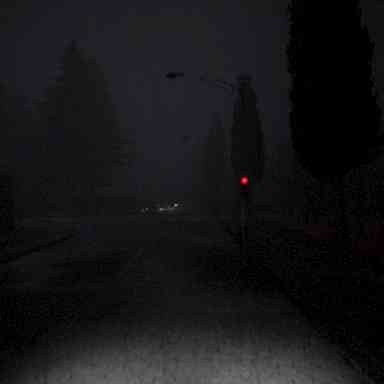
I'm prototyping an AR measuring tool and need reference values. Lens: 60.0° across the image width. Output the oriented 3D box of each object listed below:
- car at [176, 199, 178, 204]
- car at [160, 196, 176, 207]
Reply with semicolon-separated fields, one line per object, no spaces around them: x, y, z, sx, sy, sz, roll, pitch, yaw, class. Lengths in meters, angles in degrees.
-3.973;1.964;68.822;1.895;1.301;4.718;0;0;0;car
-4.057;1.717;53.294;1.895;1.301;4.718;0;0;1;car
